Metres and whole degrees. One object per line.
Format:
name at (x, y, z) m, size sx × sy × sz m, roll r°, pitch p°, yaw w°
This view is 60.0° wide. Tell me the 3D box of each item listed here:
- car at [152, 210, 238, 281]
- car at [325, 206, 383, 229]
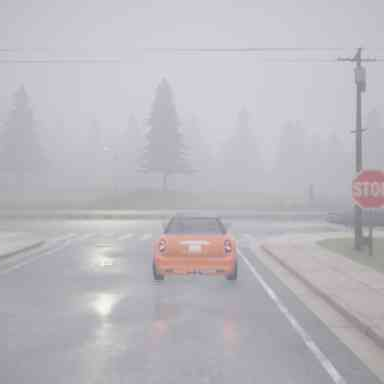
car at (0.132, 1.336, 9.944) m, size 2.097 × 1.767 × 4.553 m, roll 0°, pitch 0°, yaw 2°
car at (11.080, 1.515, 20.290) m, size 5.357 × 1.411 × 2.033 m, roll 0°, pitch 0°, yaw 6°
